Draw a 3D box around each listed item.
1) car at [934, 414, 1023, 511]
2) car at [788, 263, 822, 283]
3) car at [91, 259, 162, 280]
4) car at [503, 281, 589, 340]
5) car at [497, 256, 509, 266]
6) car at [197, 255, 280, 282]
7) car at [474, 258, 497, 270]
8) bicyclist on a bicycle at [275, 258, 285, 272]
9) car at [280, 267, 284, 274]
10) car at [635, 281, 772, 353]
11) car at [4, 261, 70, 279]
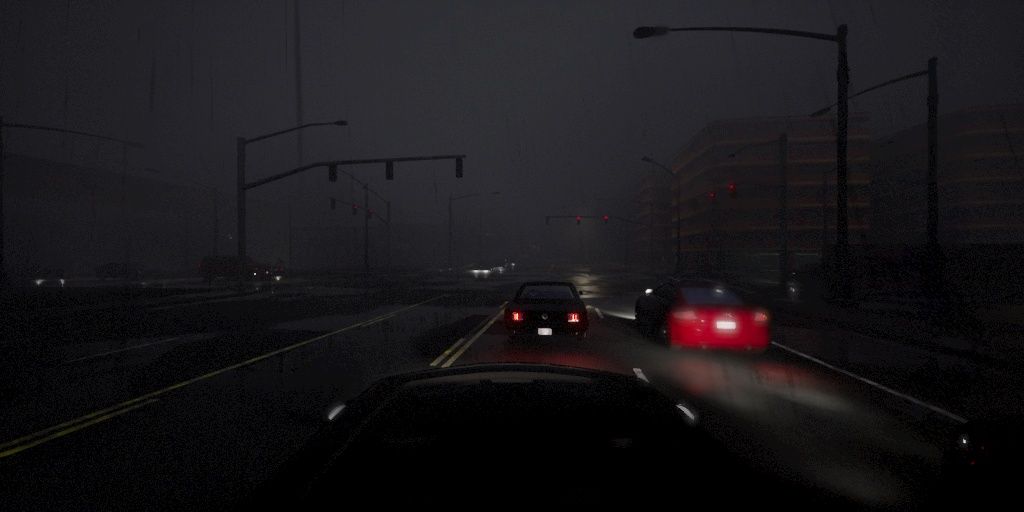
[{"bbox_3d":[3.640,1.242,0.248,2.128,1.511,4.902,0,0,1],"label":"car"},{"bbox_3d":[23.355,1.274,27.513,4.674,1.442,1.812,0,0,6],"label":"car"},{"bbox_3d":[-32.444,1.226,30.380,5.008,1.535,1.882,0,0,7],"label":"car"},{"bbox_3d":[1.019,1.350,9.967,1.895,1.301,4.718,0,0,8],"label":"car"},{"bbox_3d":[-2.215,1.038,59.924,1.895,1.301,4.718,0,1,8],"label":"car"},{"bbox_3d":[-22.449,0.970,29.178,5.566,2.045,2.150,0,0,7],"label":"car"},{"bbox_3d":[-3.767,1.174,48.768,1.994,1.385,4.181,0,1,8],"label":"car"},{"bbox_3d":[-26.326,1.051,40.697,0.582,1.620,1.656,0,0,7],"label":"bicyclist on a bicycle"},{"bbox_3d":[-23.858,1.296,32.916,5.357,1.411,2.033,0,0,9],"label":"car"},{"bbox_3d":[4.421,1.314,8.959,1.994,1.385,4.181,0,0,7],"label":"car"},{"bbox_3d":[-42.513,1.350,31.855,4.718,1.301,1.895,0,0,13],"label":"car"}]
